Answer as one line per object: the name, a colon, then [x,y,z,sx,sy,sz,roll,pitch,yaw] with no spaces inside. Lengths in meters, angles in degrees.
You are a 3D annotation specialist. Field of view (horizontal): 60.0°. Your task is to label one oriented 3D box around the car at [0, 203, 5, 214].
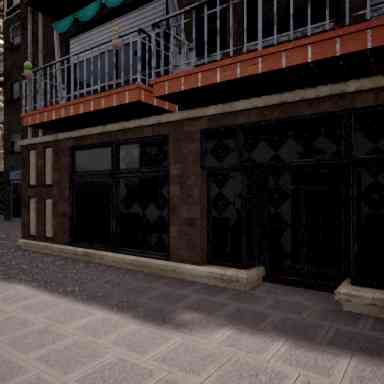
car: [-19.409,1.320,30.057,1.967,1.590,4.097,0,1,36]
